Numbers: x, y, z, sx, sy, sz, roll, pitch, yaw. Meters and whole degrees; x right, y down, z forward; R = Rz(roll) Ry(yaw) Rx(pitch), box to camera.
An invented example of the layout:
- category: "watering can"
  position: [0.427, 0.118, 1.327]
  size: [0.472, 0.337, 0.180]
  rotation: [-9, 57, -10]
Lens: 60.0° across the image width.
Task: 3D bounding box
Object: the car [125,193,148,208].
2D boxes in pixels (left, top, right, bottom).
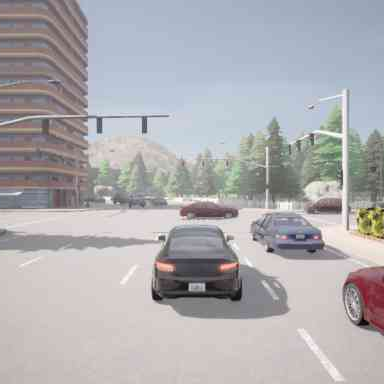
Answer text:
- category: "car"
  position: [-8.182, 1.221, 48.777]
  size: [2.150, 2.045, 5.566]
  rotation: [0, 0, -14]

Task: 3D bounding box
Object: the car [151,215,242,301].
- category: "car"
  position: [0.104, 1.526, 8.208]
  size: [1.812, 1.442, 4.674]
  rotation: [0, 0, 0]

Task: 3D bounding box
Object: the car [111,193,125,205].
- category: "car"
  position: [-12.091, 1.221, 58.379]
  size: [2.150, 2.045, 5.566]
  rotation: [0, 0, -31]

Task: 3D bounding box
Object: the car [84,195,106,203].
- category: "car"
  position: [-19.411, 1.355, 67.371]
  size: [4.553, 1.767, 2.097]
  rotation: [0, 0, 41]

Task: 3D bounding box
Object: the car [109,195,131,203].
- category: "car"
  position: [-14.694, 1.494, 67.800]
  size: [4.902, 1.511, 2.128]
  rotation: [0, 0, 45]

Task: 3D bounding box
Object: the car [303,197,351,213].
- category: "car"
  position: [14.131, 1.407, 35.065]
  size: [4.553, 1.767, 2.097]
  rotation: [0, 0, 1]

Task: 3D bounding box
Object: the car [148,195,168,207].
- category: "car"
  position: [-5.026, 1.505, 50.676]
  size: [1.837, 1.490, 4.892]
  rotation: [0, 0, -17]

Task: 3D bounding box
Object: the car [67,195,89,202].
- category: "car"
  position: [-25.866, 1.490, 75.583]
  size: [4.892, 1.490, 1.837]
  rotation: [0, 0, 27]

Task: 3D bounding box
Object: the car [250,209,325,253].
- category: "car"
  position: [3.660, 1.547, 13.677]
  size: [2.033, 1.411, 5.357]
  rotation: [0, 0, 1]

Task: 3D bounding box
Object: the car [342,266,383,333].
- category: "car"
  position: [3.602, 1.526, 4.095]
  size: [1.812, 1.442, 4.674]
  rotation: [0, 0, 1]

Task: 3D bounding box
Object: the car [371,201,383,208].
- category: "car"
  position: [19.929, 1.277, 31.497]
  size: [5.566, 2.045, 2.150]
  rotation: [0, 0, 0]

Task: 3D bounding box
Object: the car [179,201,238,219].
- category: "car"
  position: [1.388, 1.520, 28.019]
  size: [5.008, 1.535, 1.882]
  rotation: [0, 0, 1]
